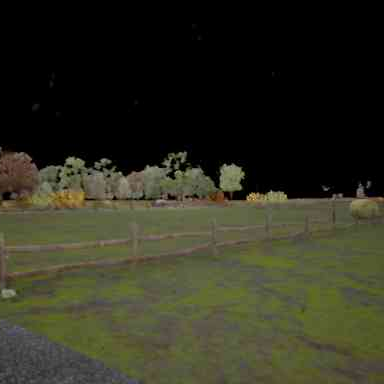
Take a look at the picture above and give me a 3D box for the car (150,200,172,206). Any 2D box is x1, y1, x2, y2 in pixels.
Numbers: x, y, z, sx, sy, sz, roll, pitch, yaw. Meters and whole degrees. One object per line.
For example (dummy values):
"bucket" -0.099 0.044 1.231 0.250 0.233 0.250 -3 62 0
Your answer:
"car" -6.602 2.331 71.099 2.033 1.411 5.357 -2 -2 40
